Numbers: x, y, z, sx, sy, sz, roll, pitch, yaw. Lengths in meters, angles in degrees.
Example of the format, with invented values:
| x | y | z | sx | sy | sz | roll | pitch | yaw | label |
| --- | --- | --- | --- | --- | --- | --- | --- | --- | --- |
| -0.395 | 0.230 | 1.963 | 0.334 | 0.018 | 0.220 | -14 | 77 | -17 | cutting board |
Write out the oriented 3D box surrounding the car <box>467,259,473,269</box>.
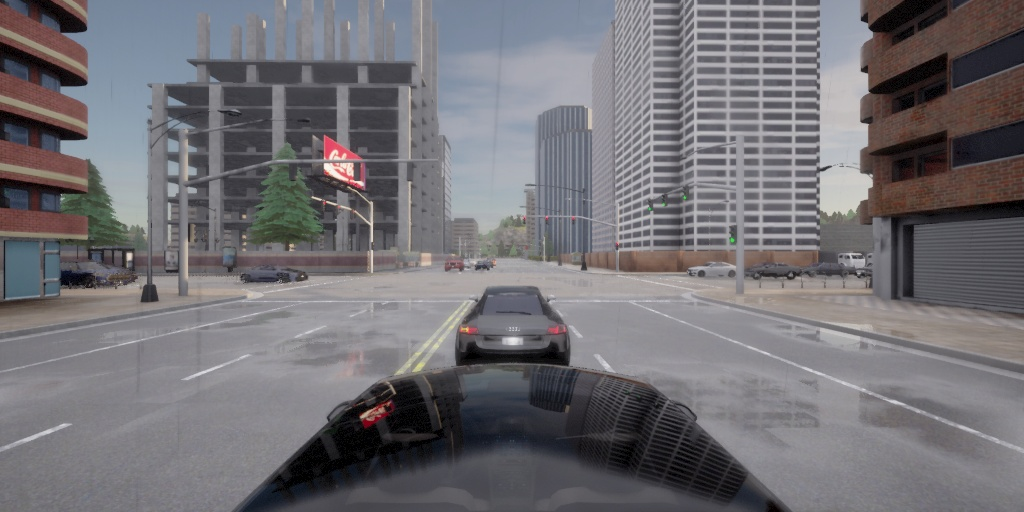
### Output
| x | y | z | sx | sy | sz | roll | pitch | yaw | label |
| --- | --- | --- | --- | --- | --- | --- | --- | --- | --- |
| -7.617 | 1.276 | 57.272 | 1.812 | 1.442 | 4.674 | 0 | 0 | 0 | car |

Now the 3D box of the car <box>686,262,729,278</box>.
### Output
| x | y | z | sx | sy | sz | roll | pitch | yaw | label |
| --- | --- | --- | --- | --- | --- | --- | --- | --- | --- |
| 19.082 | 1.276 | 34.055 | 4.674 | 1.442 | 1.812 | 0 | 0 | -1 | car |

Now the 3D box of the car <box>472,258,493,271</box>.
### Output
| x | y | z | sx | sy | sz | roll | pitch | yaw | label |
| --- | --- | --- | --- | --- | --- | --- | --- | --- | --- |
| -4.058 | 1.351 | 50.046 | 1.895 | 1.301 | 4.718 | 0 | 0 | -1 | car |

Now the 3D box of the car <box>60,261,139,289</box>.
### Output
| x | y | z | sx | sy | sz | roll | pitch | yaw | label |
| --- | --- | --- | --- | --- | --- | --- | --- | --- | --- |
| -27.032 | 1.101 | 22.685 | 4.553 | 1.767 | 2.097 | 0 | 0 | -1 | car |

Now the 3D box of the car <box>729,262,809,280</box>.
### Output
| x | y | z | sx | sy | sz | roll | pitch | yaw | label |
| --- | --- | --- | --- | --- | --- | --- | --- | --- | --- |
| 21.847 | 1.241 | 30.615 | 4.902 | 1.511 | 2.128 | 0 | 0 | -1 | car |

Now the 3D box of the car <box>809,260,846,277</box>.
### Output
| x | y | z | sx | sy | sz | roll | pitch | yaw | label |
| --- | --- | --- | --- | --- | --- | --- | --- | --- | --- |
| 29.664 | 1.297 | 34.226 | 5.357 | 1.411 | 2.033 | 0 | 0 | -1 | car |

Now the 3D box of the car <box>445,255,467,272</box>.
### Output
| x | y | z | sx | sy | sz | roll | pitch | yaw | label |
| --- | --- | --- | --- | --- | --- | --- | --- | --- | --- |
| -7.568 | 0.971 | 47.595 | 2.150 | 2.045 | 5.566 | 0 | 0 | -4 | car |

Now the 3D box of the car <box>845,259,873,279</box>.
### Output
| x | y | z | sx | sy | sz | roll | pitch | yaw | label |
| --- | --- | --- | --- | --- | --- | --- | --- | --- | --- |
| 32.221 | 1.242 | 30.755 | 4.902 | 1.511 | 2.128 | 0 | 0 | -1 | car |

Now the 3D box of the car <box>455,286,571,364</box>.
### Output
| x | y | z | sx | sy | sz | roll | pitch | yaw | label |
| --- | --- | --- | --- | --- | --- | --- | --- | --- | --- |
| 0.010 | 1.314 | 7.664 | 1.994 | 1.385 | 4.181 | 0 | 0 | 0 | car |

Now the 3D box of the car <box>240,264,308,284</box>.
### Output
| x | y | z | sx | sy | sz | roll | pitch | yaw | label |
| --- | --- | --- | --- | --- | --- | --- | --- | --- | --- |
| -17.394 | 1.314 | 26.329 | 4.181 | 1.385 | 1.994 | 0 | 0 | -1 | car |

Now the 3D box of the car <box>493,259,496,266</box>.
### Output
| x | y | z | sx | sy | sz | roll | pitch | yaw | label |
| --- | --- | --- | --- | --- | --- | --- | --- | --- | --- |
| -4.135 | 1.314 | 59.971 | 1.994 | 1.385 | 4.181 | 0 | 0 | 0 | car |
